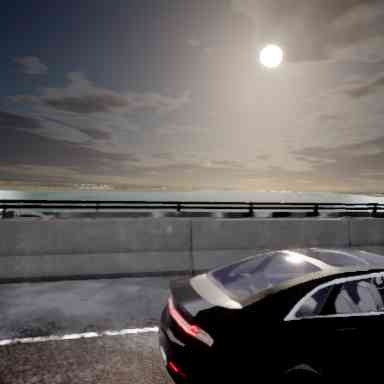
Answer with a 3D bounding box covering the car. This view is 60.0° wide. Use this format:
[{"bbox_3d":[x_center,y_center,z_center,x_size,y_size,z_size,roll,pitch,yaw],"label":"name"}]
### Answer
[{"bbox_3d":[2.059,1.485,4.031,4.902,1.511,2.128,1,1,-14],"label":"car"}]
